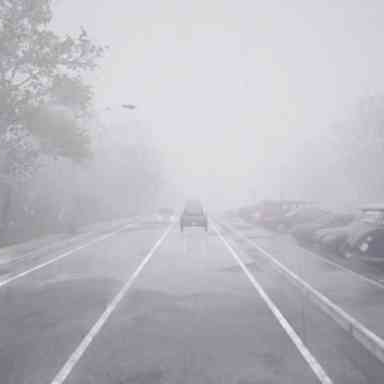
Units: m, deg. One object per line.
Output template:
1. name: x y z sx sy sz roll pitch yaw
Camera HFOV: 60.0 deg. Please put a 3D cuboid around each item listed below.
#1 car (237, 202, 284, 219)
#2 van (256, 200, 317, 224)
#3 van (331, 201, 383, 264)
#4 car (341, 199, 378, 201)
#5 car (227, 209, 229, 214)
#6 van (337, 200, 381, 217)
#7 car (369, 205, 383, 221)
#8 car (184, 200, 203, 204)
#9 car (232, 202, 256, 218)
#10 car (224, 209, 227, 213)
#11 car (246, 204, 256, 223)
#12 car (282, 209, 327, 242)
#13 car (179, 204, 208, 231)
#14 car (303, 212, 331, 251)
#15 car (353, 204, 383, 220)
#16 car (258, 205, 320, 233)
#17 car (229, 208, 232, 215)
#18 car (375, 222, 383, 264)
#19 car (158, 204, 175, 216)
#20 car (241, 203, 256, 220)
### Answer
1. car: 7.141 1.938 35.104 4.553 1.767 2.185 0 -1 0
2. van: 7.209 1.617 24.008 4.442 1.987 1.878 0 -1 0
3. van: 6.954 1.344 10.130 4.442 1.987 1.878 0 -1 0
4. car: 20.222 1.867 37.641 5.566 2.045 2.435 0 -2 0
5. car: 7.124 2.197 40.649 4.892 1.521 2.231 0 -2 0
6. van: 20.316 1.967 40.531 4.442 1.987 1.878 0 -1 0
7. car: 20.179 2.003 32.100 4.892 1.521 2.231 0 -1 0
8. car: 0.135 1.972 41.251 2.150 2.045 5.566 0 -2 0
9. car: 7.077 1.755 32.336 5.566 2.045 2.435 0 -1 0
10. car: 6.938 2.271 43.417 5.366 1.575 1.946 0 -2 0
11. car: 7.100 1.937 26.779 4.674 1.452 2.002 0 -1 0
12. car: 7.050 1.708 15.677 4.792 1.488 2.163 0 -1 0
13. car: 0.118 1.841 23.570 2.128 1.511 4.902 0 -1 0
14. car: 7.078 1.664 12.900 4.674 1.452 2.002 0 -1 0
15. car: 20.005 2.055 34.867 5.366 1.575 1.946 0 -1 0
16. car: 7.094 1.788 21.228 5.008 1.535 2.097 0 -1 0
17. car: 7.121 2.126 37.878 5.008 1.535 2.097 0 -1 0
18. car: 7.096 1.544 7.343 4.792 1.488 2.163 0 -1 0
19. car: -3.299 2.306 43.793 1.882 1.535 5.008 0 -2 0
20. car: 7.131 1.982 29.554 4.792 1.488 2.163 0 -1 0
